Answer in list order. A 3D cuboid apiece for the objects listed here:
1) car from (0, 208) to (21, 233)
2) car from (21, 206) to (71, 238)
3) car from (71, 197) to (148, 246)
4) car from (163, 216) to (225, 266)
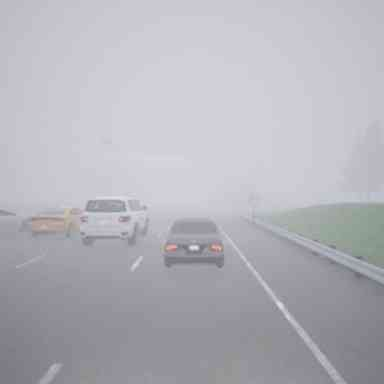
[{"bbox_3d":[-10.406,1.535,17.393,1.812,1.442,4.674,0,0,0],"label":"car"},{"bbox_3d":[-6.898,1.490,17.950,1.882,1.535,5.008,0,0,0],"label":"car"},{"bbox_3d":[-3.403,1.230,15.406,2.150,2.045,5.566,0,0,0],"label":"car"},{"bbox_3d":[0.074,1.554,11.482,2.033,1.411,5.357,0,0,0],"label":"car"}]
